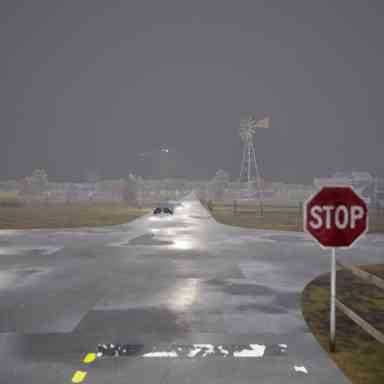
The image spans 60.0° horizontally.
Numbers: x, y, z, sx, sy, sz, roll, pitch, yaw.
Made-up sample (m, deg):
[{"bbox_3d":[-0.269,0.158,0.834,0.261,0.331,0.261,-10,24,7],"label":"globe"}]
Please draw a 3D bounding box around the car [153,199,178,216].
[{"bbox_3d":[-2.753,1.632,33.032,1.895,1.301,4.718,0,0,0],"label":"car"}]

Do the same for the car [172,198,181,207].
[{"bbox_3d":[-2.755,1.701,54.614,1.895,1.301,4.718,0,0,0],"label":"car"}]
